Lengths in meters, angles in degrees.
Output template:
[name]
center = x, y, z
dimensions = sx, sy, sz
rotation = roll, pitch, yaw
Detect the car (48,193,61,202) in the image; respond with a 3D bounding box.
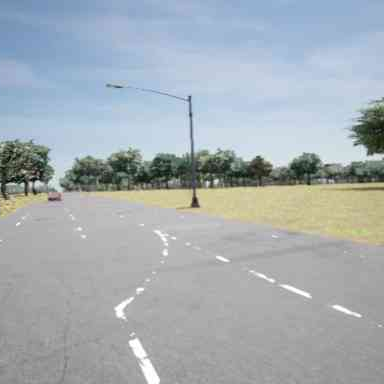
[car]
center = -25.042, 0.956, 60.692
dimensions = 1.882, 1.535, 5.008
rotation = -3, 2, -17
